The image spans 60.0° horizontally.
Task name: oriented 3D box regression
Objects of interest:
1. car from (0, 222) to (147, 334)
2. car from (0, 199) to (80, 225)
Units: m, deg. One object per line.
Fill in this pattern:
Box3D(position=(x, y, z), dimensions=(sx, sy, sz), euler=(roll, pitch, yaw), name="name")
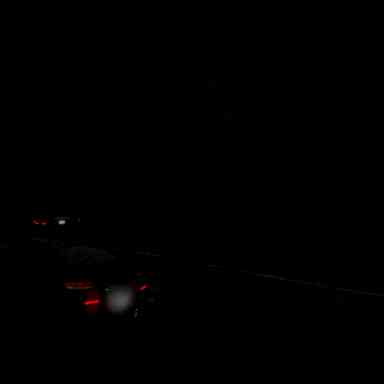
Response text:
Box3D(position=(-2.887, 1.587, 6.885), dimensions=(4.674, 1.442, 1.812), euler=(-1, 0, 41), name="car")
Box3D(position=(-7.350, 1.363, 15.558), dimensions=(5.566, 2.045, 2.150), euler=(-1, -1, 43), name="car")
